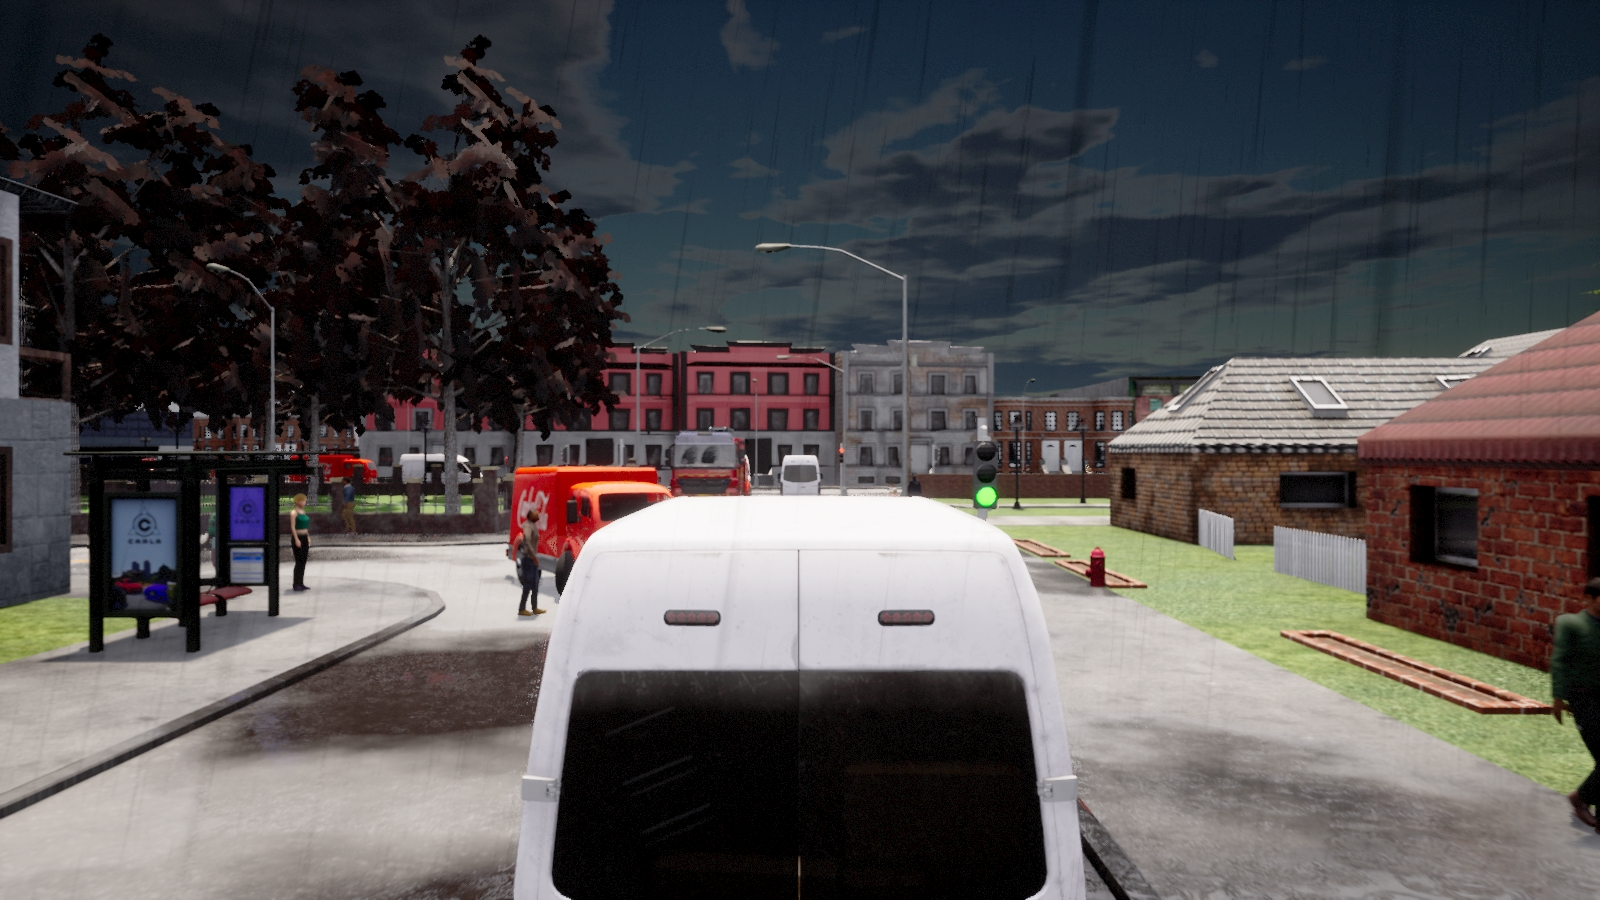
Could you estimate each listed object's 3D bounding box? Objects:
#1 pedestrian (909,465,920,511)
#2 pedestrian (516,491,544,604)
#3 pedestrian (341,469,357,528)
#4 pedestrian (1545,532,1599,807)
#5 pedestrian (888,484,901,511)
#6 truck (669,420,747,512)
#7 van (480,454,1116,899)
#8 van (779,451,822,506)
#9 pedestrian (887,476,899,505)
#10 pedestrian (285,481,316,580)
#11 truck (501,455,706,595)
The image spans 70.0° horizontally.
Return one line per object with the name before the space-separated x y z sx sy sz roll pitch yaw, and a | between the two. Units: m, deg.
pedestrian | 4.592 1.532 45.959 0.375 1.860 0.375 0 0 -7
pedestrian | -4.528 1.632 19.202 0.375 1.860 0.375 0 0 1
pedestrian | -14.332 1.532 36.316 0.375 1.860 0.375 0 0 -4
pedestrian | 5.568 1.525 8.059 0.375 1.860 0.375 0 0 -6
pedestrian | 3.808 1.913 46.098 0.500 1.100 0.500 0 0 1
truck | -4.035 0.680 51.769 2.891 3.827 8.468 0 0 0
van | -0.007 1.316 6.530 1.988 2.561 5.915 0 0 0
van | 0.010 1.324 56.443 1.988 2.561 5.915 0 0 0
pedestrian | 4.189 1.813 51.456 0.375 1.300 0.375 0 0 29
pedestrian | -9.491 1.520 21.714 0.375 1.860 0.375 0 0 15
truck | -4.153 1.352 23.241 2.627 2.467 5.204 0 0 -28
